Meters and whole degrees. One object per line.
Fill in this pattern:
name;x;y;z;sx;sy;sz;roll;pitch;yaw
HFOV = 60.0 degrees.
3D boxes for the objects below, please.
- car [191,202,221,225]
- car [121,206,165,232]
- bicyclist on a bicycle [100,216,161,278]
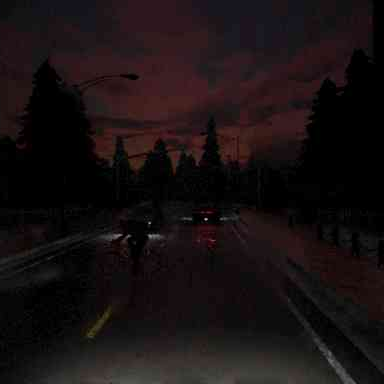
car;1.016;1.505;23.992;1.837;1.490;4.892;0;0;2
car;-2.791;1.547;20.272;2.033;1.411;5.357;0;0;3
bicyclist on a bicycle;-1.669;1.454;8.881;1.656;1.620;0.582;-2;0;2
